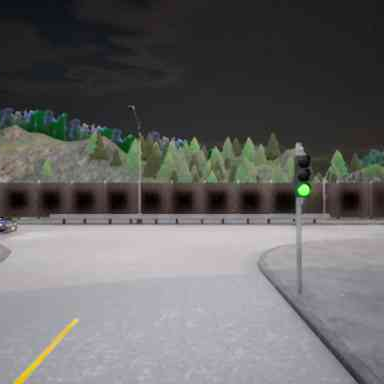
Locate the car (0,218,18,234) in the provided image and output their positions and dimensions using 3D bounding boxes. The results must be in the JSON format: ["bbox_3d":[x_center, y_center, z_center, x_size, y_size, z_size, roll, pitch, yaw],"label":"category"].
[{"bbox_3d":[-11.883,1.657,17.840,4.674,1.442,1.812,1,0,0],"label":"car"}]
